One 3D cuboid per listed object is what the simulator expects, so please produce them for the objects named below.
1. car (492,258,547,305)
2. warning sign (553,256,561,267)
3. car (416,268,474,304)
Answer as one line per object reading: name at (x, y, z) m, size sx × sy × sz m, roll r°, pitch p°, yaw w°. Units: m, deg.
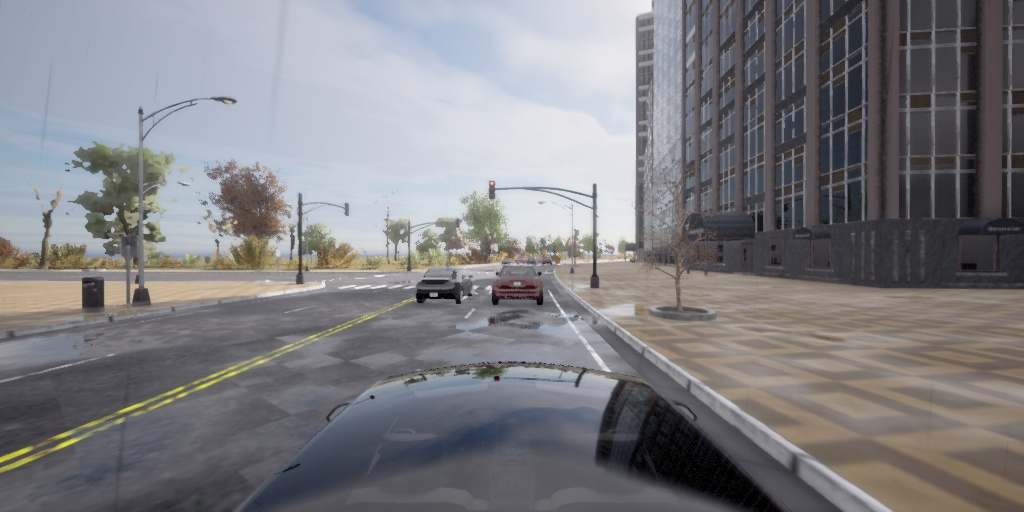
car at (0.298, 1.117, 16.229) m, size 2.097 × 1.767 × 4.553 m, roll 0°, pitch 0°, yaw 2°
warning sign at (7.156, 0.879, 57.150) m, size 1.300 × 1.860 × 1.060 m, roll 0°, pitch 0°, yaw 9°
car at (-2.949, 1.267, 16.390) m, size 1.837 × 1.490 × 4.892 m, roll 0°, pitch 0°, yaw 2°
